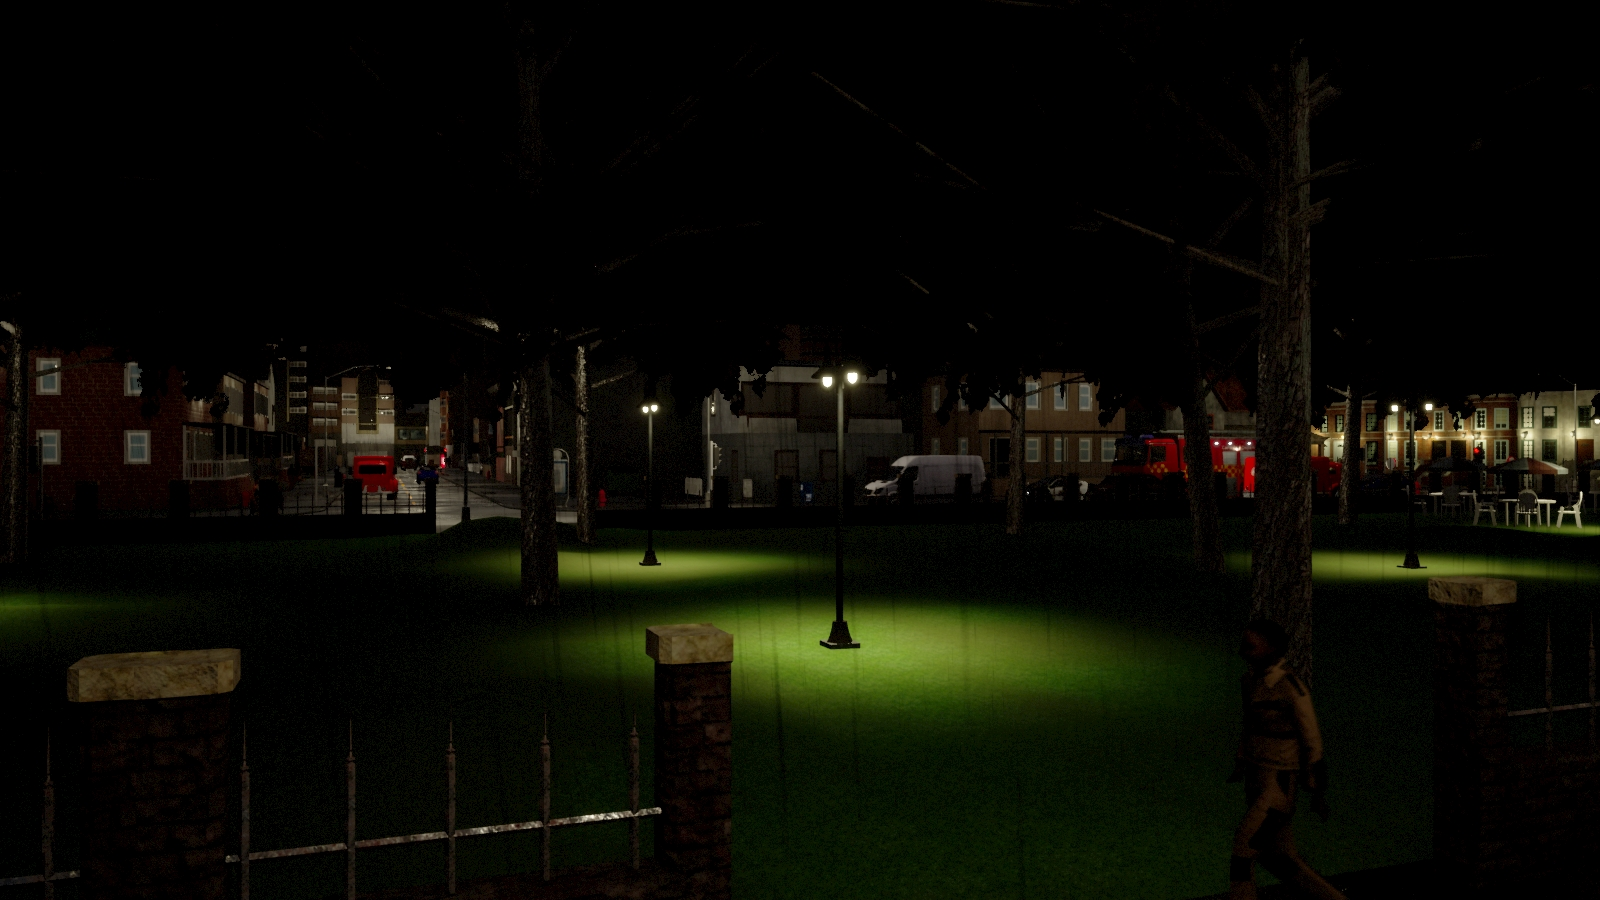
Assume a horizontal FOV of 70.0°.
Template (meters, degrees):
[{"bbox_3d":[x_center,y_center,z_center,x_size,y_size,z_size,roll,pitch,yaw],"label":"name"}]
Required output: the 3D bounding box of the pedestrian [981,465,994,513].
[{"bbox_3d":[7.348,1.525,44.798,0.375,1.860,0.375,0,0,-20],"label":"pedestrian"}]

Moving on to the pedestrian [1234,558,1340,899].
[{"bbox_3d":[2.590,1.525,6.094,0.375,1.860,0.375,0,0,-9],"label":"pedestrian"}]

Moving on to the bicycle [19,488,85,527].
[{"bbox_3d":[-25.239,1.940,38.558,1.835,1.271,0.329,0,0,-20],"label":"bicycle"}]

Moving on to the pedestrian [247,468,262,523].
[{"bbox_3d":[-18.430,1.525,38.598,0.375,1.860,0.375,0,0,-6],"label":"pedestrian"}]
